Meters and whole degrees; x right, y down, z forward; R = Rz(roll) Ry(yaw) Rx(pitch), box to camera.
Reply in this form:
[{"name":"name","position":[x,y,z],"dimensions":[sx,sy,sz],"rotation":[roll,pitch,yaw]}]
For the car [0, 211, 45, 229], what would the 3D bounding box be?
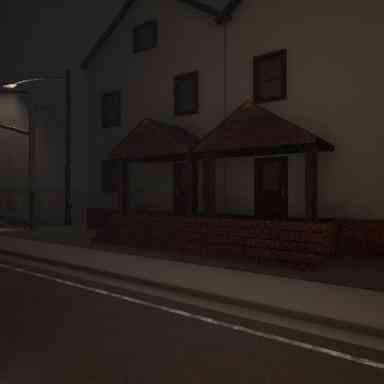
[{"name":"car","position":[-15.642,2.488,29.676],"dimensions":[2.128,1.511,4.902],"rotation":[0,-9,36]}]
